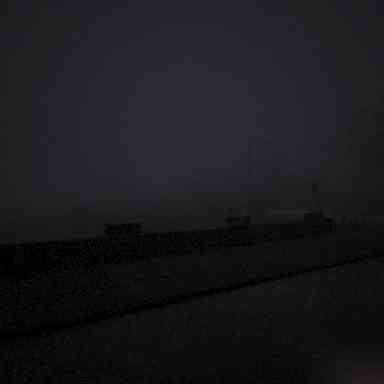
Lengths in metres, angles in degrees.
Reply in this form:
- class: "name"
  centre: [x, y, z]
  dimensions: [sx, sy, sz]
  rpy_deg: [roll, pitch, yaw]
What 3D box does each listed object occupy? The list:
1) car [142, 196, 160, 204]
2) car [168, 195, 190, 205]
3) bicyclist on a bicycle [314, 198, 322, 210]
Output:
- class: "car"
  centre: [-8.129, 1.478, 65.481]
  dimensions: [1.882, 1.535, 5.008]
  rpy_deg: [0, 0, -35]
- class: "car"
  centre: [-2.258, 1.352, 57.328]
  dimensions: [2.097, 1.767, 4.553]
  rpy_deg: [0, 0, -35]
- class: "bicyclist on a bicycle"
  centre: [15.231, 1.349, 40.125]
  dimensions: [1.656, 1.620, 0.582]
  rpy_deg: [0, 0, -35]
